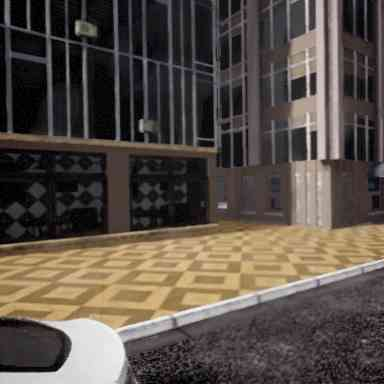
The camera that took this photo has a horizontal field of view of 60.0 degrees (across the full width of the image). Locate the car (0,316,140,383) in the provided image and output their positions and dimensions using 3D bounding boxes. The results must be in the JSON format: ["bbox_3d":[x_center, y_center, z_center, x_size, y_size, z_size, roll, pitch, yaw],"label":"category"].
[{"bbox_3d":[-2.481,1.536,1.590,4.674,1.442,1.812,-1,0,-35],"label":"car"}]
